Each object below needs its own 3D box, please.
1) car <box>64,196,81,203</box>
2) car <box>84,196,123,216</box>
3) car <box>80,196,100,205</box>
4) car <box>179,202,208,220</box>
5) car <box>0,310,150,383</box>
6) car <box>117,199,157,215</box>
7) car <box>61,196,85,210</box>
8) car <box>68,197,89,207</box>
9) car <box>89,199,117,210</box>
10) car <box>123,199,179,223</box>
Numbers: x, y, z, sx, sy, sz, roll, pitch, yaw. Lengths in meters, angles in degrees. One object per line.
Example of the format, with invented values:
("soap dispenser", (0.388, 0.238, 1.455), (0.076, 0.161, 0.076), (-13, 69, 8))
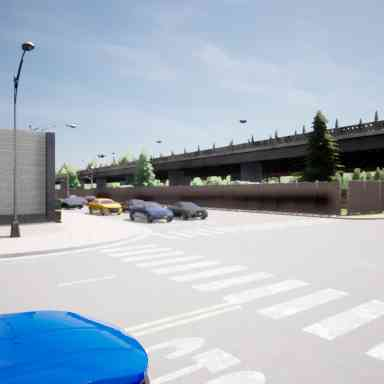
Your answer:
("car", (-23.742, 1.469, 65.957), (1.812, 1.442, 4.674), (0, 0, -36))
("car", (-8.561, 1.422, 32.529), (1.882, 1.535, 5.008), (0, 0, -36))
("car", (-17.814, 1.422, 57.839), (1.882, 1.535, 5.008), (0, 0, -36))
("car", (-0.531, 1.508, 27.316), (1.994, 1.385, 4.181), (0, 0, -36))
("car", (-2.609, 1.478, 1.913), (5.008, 1.535, 1.882), (0, 0, -36))
("car", (-5.897, 1.492, 34.832), (2.033, 1.411, 5.357), (0, 0, -35))
("car", (-15.393, 1.492, 42.099), (2.033, 1.411, 5.357), (0, 0, -35))
("car", (-17.429, 1.470, 51.082), (1.812, 1.442, 4.674), (0, 0, -35))
("car", (-11.468, 1.545, 42.640), (1.895, 1.301, 4.718), (0, 0, -35))
("car", (-3.193, 1.470, 25.025), (1.812, 1.442, 4.674), (0, 0, -36))
